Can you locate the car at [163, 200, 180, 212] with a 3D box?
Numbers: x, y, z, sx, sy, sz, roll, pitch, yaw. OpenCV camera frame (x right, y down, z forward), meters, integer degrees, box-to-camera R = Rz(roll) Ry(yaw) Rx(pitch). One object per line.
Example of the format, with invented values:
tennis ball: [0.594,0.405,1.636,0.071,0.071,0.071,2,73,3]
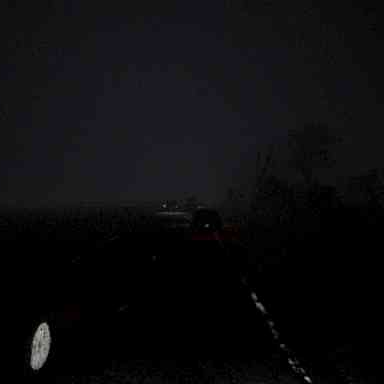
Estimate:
car: [-2.827,1.891,46.567,2.097,1.767,4.553,0,-1,0]

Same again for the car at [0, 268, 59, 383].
car: [-2.849,1.509,2.783,1.882,1.535,5.008,0,-1,0]

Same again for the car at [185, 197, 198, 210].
car: [0.004,1.862,54.505,2.150,2.045,5.566,0,-1,0]

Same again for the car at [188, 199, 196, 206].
car: [0.005,2.257,73.240,1.882,1.535,5.008,0,-1,0]

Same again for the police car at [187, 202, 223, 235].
police car: [0.827,1.659,20.847,1.930,1.638,5.238,0,-1,0]
